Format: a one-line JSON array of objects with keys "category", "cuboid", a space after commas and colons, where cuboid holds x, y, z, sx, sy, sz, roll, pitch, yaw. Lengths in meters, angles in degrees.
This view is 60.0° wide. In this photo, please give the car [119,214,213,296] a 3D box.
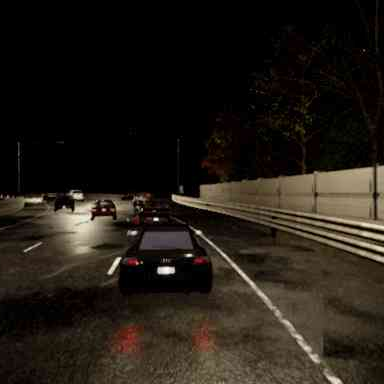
[{"category": "car", "cuboid": [-0.648, 1.488, 8.519, 1.994, 1.385, 4.181, 0, 1, -4]}]

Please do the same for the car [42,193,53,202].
[{"category": "car", "cuboid": [-24.516, 0.987, 57.316, 2.128, 1.511, 4.902, 0, 1, -33]}]

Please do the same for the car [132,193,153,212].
[{"category": "car", "cuboid": [-4.849, 1.201, 33.065, 2.128, 1.511, 4.902, 0, 1, -11]}]

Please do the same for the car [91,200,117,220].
[{"category": "car", "cuboid": [-6.918, 1.318, 26.037, 2.033, 1.411, 5.357, 0, 1, -15]}]

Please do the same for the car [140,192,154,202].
[{"category": "car", "cuboid": [-8.103, 0.824, 59.981, 2.097, 1.767, 4.553, 0, 1, -3]}]

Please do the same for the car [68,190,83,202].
[{"category": "car", "cuboid": [-20.334, 0.717, 57.335, 2.150, 2.045, 5.566, 0, 1, -31]}]

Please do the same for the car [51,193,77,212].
[{"category": "car", "cuboid": [-13.342, 1.198, 34.866, 1.837, 1.490, 4.892, 0, 1, -20]}]

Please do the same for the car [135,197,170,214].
[{"category": "car", "cuboid": [-2.551, 1.314, 21.768, 1.837, 1.490, 4.892, 0, 1, -11]}]
